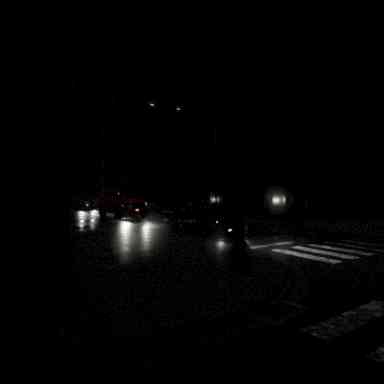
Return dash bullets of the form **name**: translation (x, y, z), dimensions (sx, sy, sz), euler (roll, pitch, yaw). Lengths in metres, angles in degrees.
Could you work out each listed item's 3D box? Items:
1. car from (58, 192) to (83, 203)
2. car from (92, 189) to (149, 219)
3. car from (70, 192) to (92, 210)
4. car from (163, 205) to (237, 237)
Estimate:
- **car**: translation (-17.270, 0.712, 47.081), dimensions (2.033, 1.411, 5.357), euler (0, 1, -35)
- **car**: translation (-5.346, 0.836, 25.073), dimensions (2.150, 2.045, 5.566), euler (0, 1, -35)
- **car**: translation (-11.357, 0.931, 33.601), dimensions (2.128, 1.511, 4.902), euler (0, 1, -35)
- **car**: translation (0.457, 1.377, 16.842), dimensions (1.895, 1.301, 4.718), euler (0, 1, -35)
